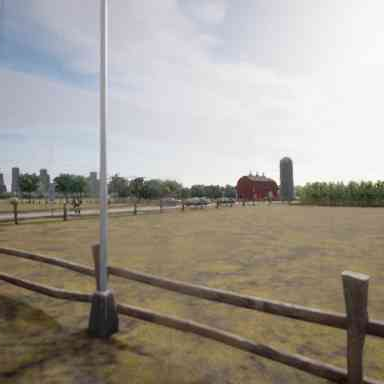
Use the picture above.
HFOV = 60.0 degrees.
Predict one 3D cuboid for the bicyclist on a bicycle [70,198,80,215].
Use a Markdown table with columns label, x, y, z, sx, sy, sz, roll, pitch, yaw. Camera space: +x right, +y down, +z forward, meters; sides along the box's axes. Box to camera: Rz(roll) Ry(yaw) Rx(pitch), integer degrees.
| label | x | y | z | sx | sy | sz | roll | pitch | yaw |
| --- | --- | --- | --- | --- | --- | --- | --- | --- | --- |
| bicyclist on a bicycle | -11.264 | 1.423 | 32.057 | 1.656 | 1.620 | 0.582 | 0 | 0 | 35 |

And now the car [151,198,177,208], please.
| label | x | y | z | sx | sy | sz | roll | pitch | yaw |
| --- | --- | --- | --- | --- | --- | --- | --- | --- | --- |
| car | -4.348 | 1.644 | 52.111 | 1.837 | 1.490 | 4.892 | -2 | -1 | 36 |

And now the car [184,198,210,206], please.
| label | x | y | z | sx | sy | sz | roll | pitch | yaw |
| --- | --- | --- | --- | --- | --- | --- | --- | --- | --- |
| car | 0.752 | 1.612 | 54.322 | 2.033 | 1.411 | 5.357 | -2 | -1 | 36 |

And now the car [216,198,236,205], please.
| label | x | y | z | sx | sy | sz | roll | pitch | yaw |
| --- | --- | --- | --- | --- | --- | --- | --- | --- | --- |
| car | 6.466 | 1.715 | 62.465 | 1.895 | 1.301 | 4.718 | -2 | -2 | 35 |
